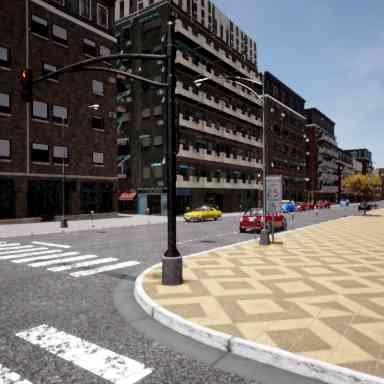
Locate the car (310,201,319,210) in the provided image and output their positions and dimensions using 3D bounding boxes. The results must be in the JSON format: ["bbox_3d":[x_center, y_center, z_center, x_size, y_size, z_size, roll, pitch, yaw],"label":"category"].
[{"bbox_3d":[20.499,2.554,58.964,1.887,1.381,4.507,-2,-2,35],"label":"car"}]

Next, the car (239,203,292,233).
[{"bbox_3d":[4.727,1.751,21.767,1.967,1.590,4.097,-2,-2,35],"label":"car"}]

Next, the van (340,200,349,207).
[{"bbox_3d":[39.829,2.882,86.812,1.690,1.788,3.998,-2,-2,35],"label":"van"}]

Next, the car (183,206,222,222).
[{"bbox_3d":[1.033,2.002,31.007,1.752,1.417,4.829,-2,-2,35],"label":"car"}]

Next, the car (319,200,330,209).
[{"bbox_3d":[26.953,2.501,68.243,2.192,1.841,5.009,-2,-2,35],"label":"car"}]

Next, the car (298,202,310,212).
[{"bbox_3d":[17.270,2.361,54.331,1.967,1.590,4.097,-2,-2,35],"label":"car"}]

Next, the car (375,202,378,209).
[{"bbox_3d":[37.009,2.745,68.125,2.008,1.369,4.403,-2,-2,35],"label":"car"}]

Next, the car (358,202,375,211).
[{"bbox_3d":[30.553,2.583,58.853,1.947,1.339,4.313,-2,-2,35],"label":"car"}]

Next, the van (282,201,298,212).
[{"bbox_3d":[14.041,2.174,49.697,1.690,1.788,3.998,-2,-2,35],"label":"van"}]
